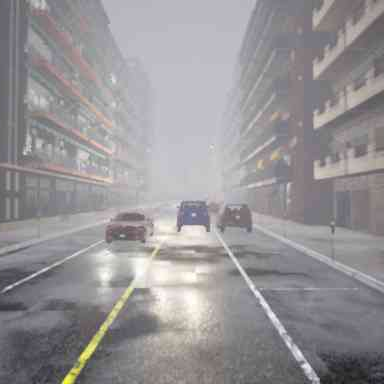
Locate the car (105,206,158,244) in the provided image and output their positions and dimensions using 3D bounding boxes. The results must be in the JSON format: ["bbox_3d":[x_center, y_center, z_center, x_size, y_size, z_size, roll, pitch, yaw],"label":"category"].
[{"bbox_3d":[-3.094,1.702,17.314,1.882,1.535,5.008,0,-1,0],"label":"car"}]

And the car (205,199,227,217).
[{"bbox_3d":[2.715,1.817,38.656,2.192,1.841,5.009,1,-1,0],"label":"car"}]

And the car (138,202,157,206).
[{"bbox_3d":[-5.668,2.054,38.689,2.008,1.369,4.403,1,-1,0],"label":"car"}]

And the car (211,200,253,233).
[{"bbox_3d":[2.710,1.600,21.955,2.192,1.841,5.009,1,-1,0],"label":"car"}]

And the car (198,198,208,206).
[{"bbox_3d":[2.729,2.405,83.197,2.192,1.841,5.009,1,-1,0],"label":"car"}]

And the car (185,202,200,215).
[{"bbox_3d":[0.111,2.083,42.882,1.812,1.442,4.674,0,-1,0],"label":"car"}]

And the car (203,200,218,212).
[{"bbox_3d":[2.716,2.088,49.790,1.967,1.590,4.097,1,-1,0],"label":"car"}]

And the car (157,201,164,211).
[{"bbox_3d":[-5.665,2.172,49.655,1.752,1.417,4.829,1,-1,0],"label":"car"}]

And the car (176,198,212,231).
[{"bbox_3d":[0.104,1.522,22.956,2.150,2.045,5.566,0,0,0],"label":"car"}]

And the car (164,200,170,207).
[{"bbox_3d":[-5.658,2.466,71.924,1.752,1.417,4.829,1,-1,0],"label":"car"}]

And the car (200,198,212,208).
[{"bbox_3d":[2.724,2.184,66.494,2.192,1.841,5.009,1,-1,0],"label":"car"}]
